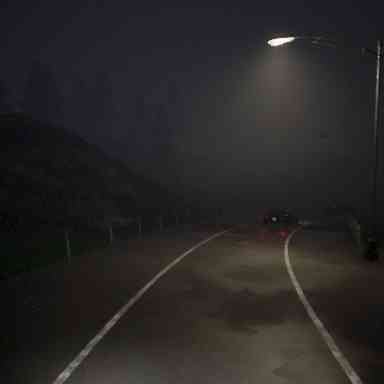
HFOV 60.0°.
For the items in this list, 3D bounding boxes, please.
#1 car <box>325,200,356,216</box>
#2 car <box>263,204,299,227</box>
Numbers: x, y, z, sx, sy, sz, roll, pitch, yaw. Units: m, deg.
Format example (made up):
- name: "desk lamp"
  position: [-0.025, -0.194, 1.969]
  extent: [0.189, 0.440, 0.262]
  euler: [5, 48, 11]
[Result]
- name: "car"
  position: [17.177, 1.750, 38.251]
  extent: [2.097, 1.767, 4.553]
  euler: [5, 2, 44]
- name: "car"
  position: [6.406, 1.615, 23.812]
  extent: [1.812, 1.442, 4.674]
  euler: [2, 0, 26]
